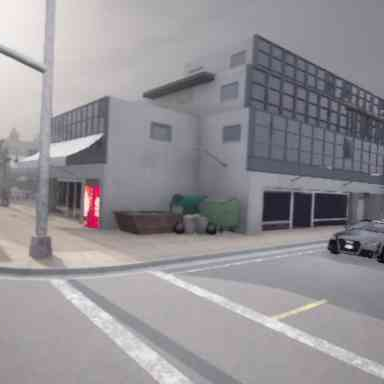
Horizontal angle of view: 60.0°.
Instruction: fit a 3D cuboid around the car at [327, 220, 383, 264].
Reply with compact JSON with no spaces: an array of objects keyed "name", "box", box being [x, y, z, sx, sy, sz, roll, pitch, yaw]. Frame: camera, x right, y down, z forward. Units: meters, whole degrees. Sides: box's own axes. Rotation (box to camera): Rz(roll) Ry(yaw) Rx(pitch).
[{"name":"car","box":[7.217,1.847,13.279,4.181,1.385,1.994,2,1,-40]}]
